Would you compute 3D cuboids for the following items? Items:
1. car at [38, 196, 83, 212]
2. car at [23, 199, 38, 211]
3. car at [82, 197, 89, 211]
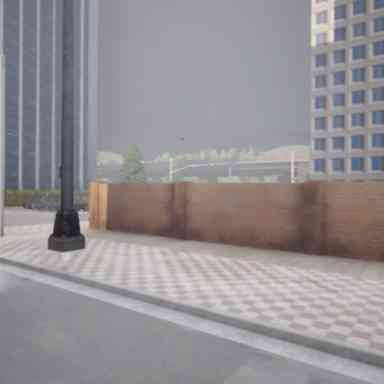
[{"bbox_3d":[-11.854,1.174,32.288,1.837,1.490,4.892,1,1,35],"label":"car"},{"bbox_3d":[-14.906,1.193,34.032,1.994,1.385,4.181,1,0,35],"label":"car"},{"bbox_3d":[-6.293,1.258,27.711,1.837,1.490,4.892,1,0,35],"label":"car"}]
